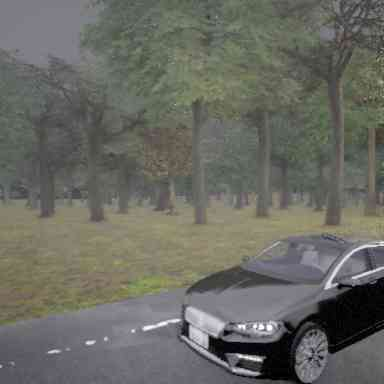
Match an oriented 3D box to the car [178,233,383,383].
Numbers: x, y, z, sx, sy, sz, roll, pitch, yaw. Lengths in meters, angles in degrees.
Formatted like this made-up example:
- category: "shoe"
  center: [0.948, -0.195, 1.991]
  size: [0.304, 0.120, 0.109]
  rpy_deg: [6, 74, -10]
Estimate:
- category: "car"
  center: [2.083, 1.492, 5.436]
  size: [4.902, 1.511, 2.128]
  rpy_deg: [0, 0, -35]
